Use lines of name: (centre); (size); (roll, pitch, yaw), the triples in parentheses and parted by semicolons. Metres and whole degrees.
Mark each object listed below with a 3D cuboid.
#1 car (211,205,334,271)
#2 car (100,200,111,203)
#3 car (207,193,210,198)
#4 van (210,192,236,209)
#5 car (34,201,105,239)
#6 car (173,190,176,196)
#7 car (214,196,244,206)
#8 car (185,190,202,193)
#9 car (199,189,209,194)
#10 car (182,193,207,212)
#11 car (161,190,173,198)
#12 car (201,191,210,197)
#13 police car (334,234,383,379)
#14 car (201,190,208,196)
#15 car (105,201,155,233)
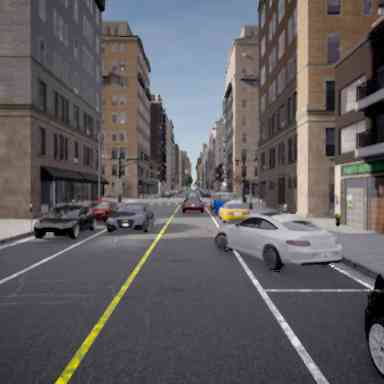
car: (2.453, 1.370, 10.366); (1.812, 1.442, 4.674); (0, 1, -22)
car: (-5.848, 1.223, 21.536); (1.887, 1.381, 4.507); (1, 1, 0)
car: (2.680, 1.031, 33.047); (1.752, 1.417, 4.829); (1, 1, 0)
van: (2.681, 0.934, 27.202); (1.690, 1.788, 3.998); (1, 1, 0)
car: (-5.848, 1.329, 15.864); (1.947, 1.339, 4.313); (1, 1, 0)
car: (-5.456, 0.423, 76.171); (1.947, 1.339, 4.313); (1, 1, 1)
car: (2.679, 1.201, 21.701); (1.752, 1.417, 4.829); (1, 1, 0)
car: (0.128, 0.804, 48.228); (1.812, 1.442, 4.674); (0, 1, 1)
car: (2.998, 0.507, 70.537); (1.947, 1.339, 4.313); (1, 1, 1)
car: (0.090, 1.099, 31.140); (1.994, 1.385, 4.181); (0, 1, 0)
car: (-5.527, 0.523, 70.643); (1.802, 1.307, 4.206); (1, 1, 1)
car: (3.069, 0.402, 76.066); (1.887, 1.381, 4.507); (1, 1, 1)
police car: (3.134, 1.387, 2.386); (1.930, 1.638, 5.238); (0, 1, 0)
car: (3.212, 0.234, 87.126); (1.887, 1.381, 4.507); (1, 1, 1)
car: (-3.096, 1.302, 17.486); (1.994, 1.385, 4.181); (0, 1, 0)
